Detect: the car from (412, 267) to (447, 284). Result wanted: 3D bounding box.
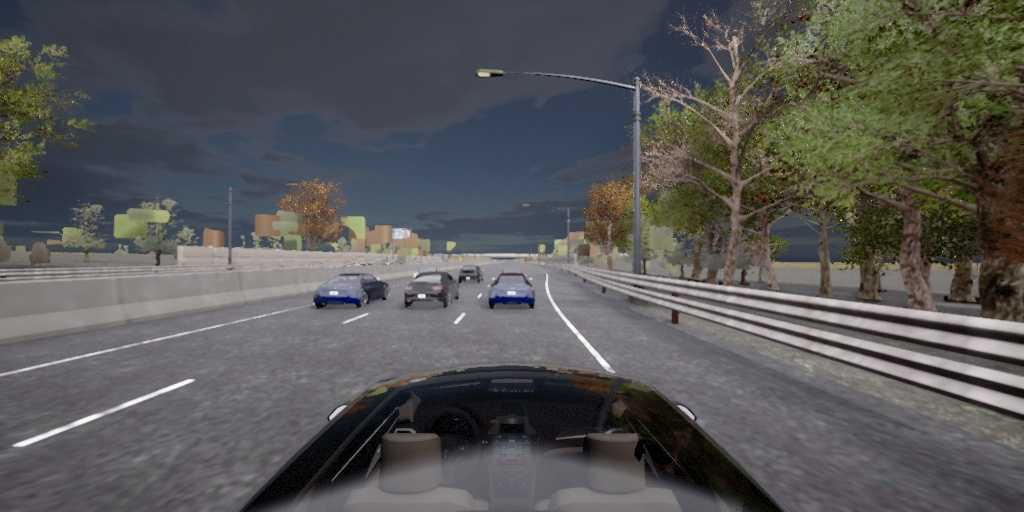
[{"bbox_3d":[-7.011,1.636,30.952,1.895,1.301,4.718,0,-1,0],"label":"car"}]

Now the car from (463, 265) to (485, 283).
[{"bbox_3d":[-3.510,1.545,31.157,1.837,1.490,4.892,0,0,0],"label":"car"}]

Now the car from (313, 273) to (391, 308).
[{"bbox_3d":[-7.008,1.451,16.139,1.994,1.385,4.181,0,-1,0],"label":"car"}]

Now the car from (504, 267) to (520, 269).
[{"bbox_3d":[-0.012,1.636,30.955,1.895,1.301,4.718,0,-1,0],"label":"car"}]

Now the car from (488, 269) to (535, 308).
[{"bbox_3d":[-0.003,1.451,16.149,1.994,1.385,4.181,0,-1,0],"label":"car"}]

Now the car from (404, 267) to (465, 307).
[{"bbox_3d":[-3.502,1.414,16.235,1.812,1.442,4.674,0,0,0],"label":"car"}]
